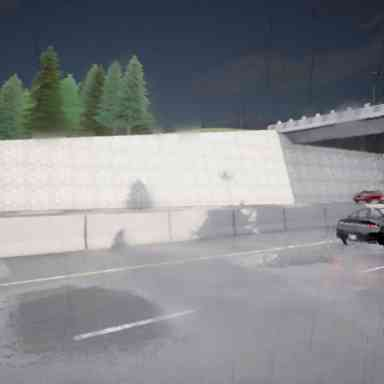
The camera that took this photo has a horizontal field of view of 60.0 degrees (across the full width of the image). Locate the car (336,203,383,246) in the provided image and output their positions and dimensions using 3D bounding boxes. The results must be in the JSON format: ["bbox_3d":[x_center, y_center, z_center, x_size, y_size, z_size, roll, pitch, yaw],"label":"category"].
[{"bbox_3d":[7.653,1.355,12.904,4.902,1.511,2.128,0,1,-33],"label":"car"}]

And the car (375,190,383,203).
[{"bbox_3d":[28.955,0.875,47.678,4.553,1.767,2.097,0,1,-32],"label":"car"}]

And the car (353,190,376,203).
[{"bbox_3d":[26.867,0.670,50.485,5.566,2.045,2.150,0,1,-32],"label":"car"}]
